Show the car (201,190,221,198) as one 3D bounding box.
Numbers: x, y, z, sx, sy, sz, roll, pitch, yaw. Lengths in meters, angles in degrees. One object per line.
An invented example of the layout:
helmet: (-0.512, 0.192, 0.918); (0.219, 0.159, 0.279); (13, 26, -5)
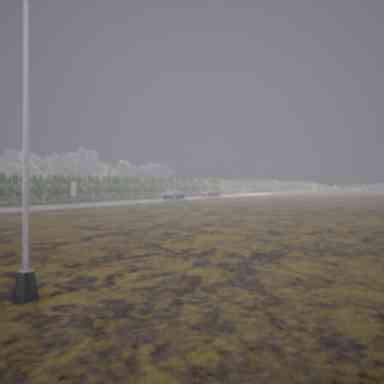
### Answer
car: (3.740, 0.311, 64.574); (2.128, 1.511, 4.902); (1, 2, 36)

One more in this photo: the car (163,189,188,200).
car: (-2.677, 0.421, 55.642); (2.097, 1.767, 4.553); (1, 2, 36)
